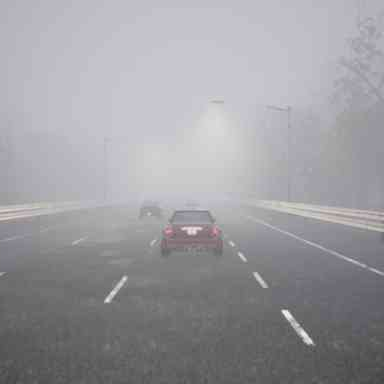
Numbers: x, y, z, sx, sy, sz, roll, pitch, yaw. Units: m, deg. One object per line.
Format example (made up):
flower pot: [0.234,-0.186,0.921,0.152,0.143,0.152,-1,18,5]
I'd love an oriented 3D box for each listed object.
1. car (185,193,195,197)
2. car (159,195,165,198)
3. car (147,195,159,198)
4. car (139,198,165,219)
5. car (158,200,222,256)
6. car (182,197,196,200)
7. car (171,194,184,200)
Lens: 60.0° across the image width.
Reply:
car: [0.000,1.609,72.777,1.882,1.535,5.008,0,0,0]
car: [-7.000,1.487,72.814,2.097,1.767,4.553,0,0,0]
car: [-7.001,1.621,54.869,1.812,1.442,4.674,0,0,0]
car: [-3.500,1.553,29.605,1.837,1.490,4.892,0,0,0]
car: [0.001,1.368,13.276,2.097,1.767,4.553,0,0,0]
car: [0.002,1.625,37.636,1.994,1.385,4.181,0,0,0]
car: [-3.499,1.657,72.825,2.128,1.511,4.902,0,0,0]
